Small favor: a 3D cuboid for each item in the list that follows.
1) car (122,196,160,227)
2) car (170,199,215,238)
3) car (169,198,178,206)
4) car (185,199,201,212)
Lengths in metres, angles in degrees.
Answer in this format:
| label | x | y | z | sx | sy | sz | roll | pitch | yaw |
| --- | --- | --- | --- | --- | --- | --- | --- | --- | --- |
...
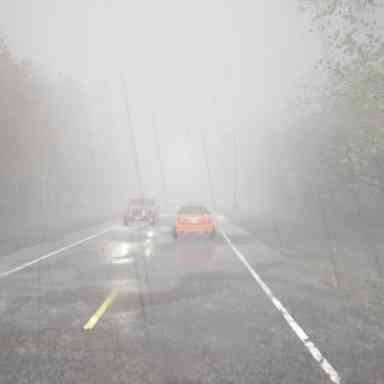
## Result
| label | x | y | z | sx | sy | sz | roll | pitch | yaw |
| --- | --- | --- | --- | --- | --- | --- | --- | --- | --- |
| car | -3.589 | 1.367 | 24.426 | 2.150 | 2.045 | 5.566 | 0 | 0 | 0 |
| car | 0.103 | 1.463 | 18.480 | 2.097 | 1.767 | 4.553 | 0 | 0 | 0 |
| car | -3.488 | 1.865 | 65.213 | 1.882 | 1.535 | 5.008 | 0 | 0 | 0 |
| car | 0.109 | 1.763 | 44.940 | 2.128 | 1.511 | 4.902 | 0 | 0 | 0 |
